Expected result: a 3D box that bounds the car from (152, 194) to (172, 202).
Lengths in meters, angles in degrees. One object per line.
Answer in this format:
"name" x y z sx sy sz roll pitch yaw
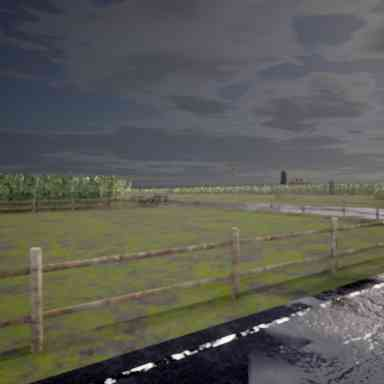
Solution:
"car" -5.181 1.090 57.086 1.994 1.385 4.181 -2 1 -34
